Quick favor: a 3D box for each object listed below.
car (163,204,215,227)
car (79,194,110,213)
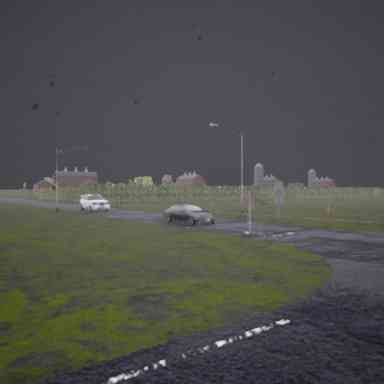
[{"bbox_3d":[-0.327,1.572,23.751,1.812,1.442,4.674,-1,0,-37],"label":"car"},{"bbox_3d":[-11.553,1.296,39.235,2.150,2.045,5.566,-1,0,-35],"label":"car"}]
